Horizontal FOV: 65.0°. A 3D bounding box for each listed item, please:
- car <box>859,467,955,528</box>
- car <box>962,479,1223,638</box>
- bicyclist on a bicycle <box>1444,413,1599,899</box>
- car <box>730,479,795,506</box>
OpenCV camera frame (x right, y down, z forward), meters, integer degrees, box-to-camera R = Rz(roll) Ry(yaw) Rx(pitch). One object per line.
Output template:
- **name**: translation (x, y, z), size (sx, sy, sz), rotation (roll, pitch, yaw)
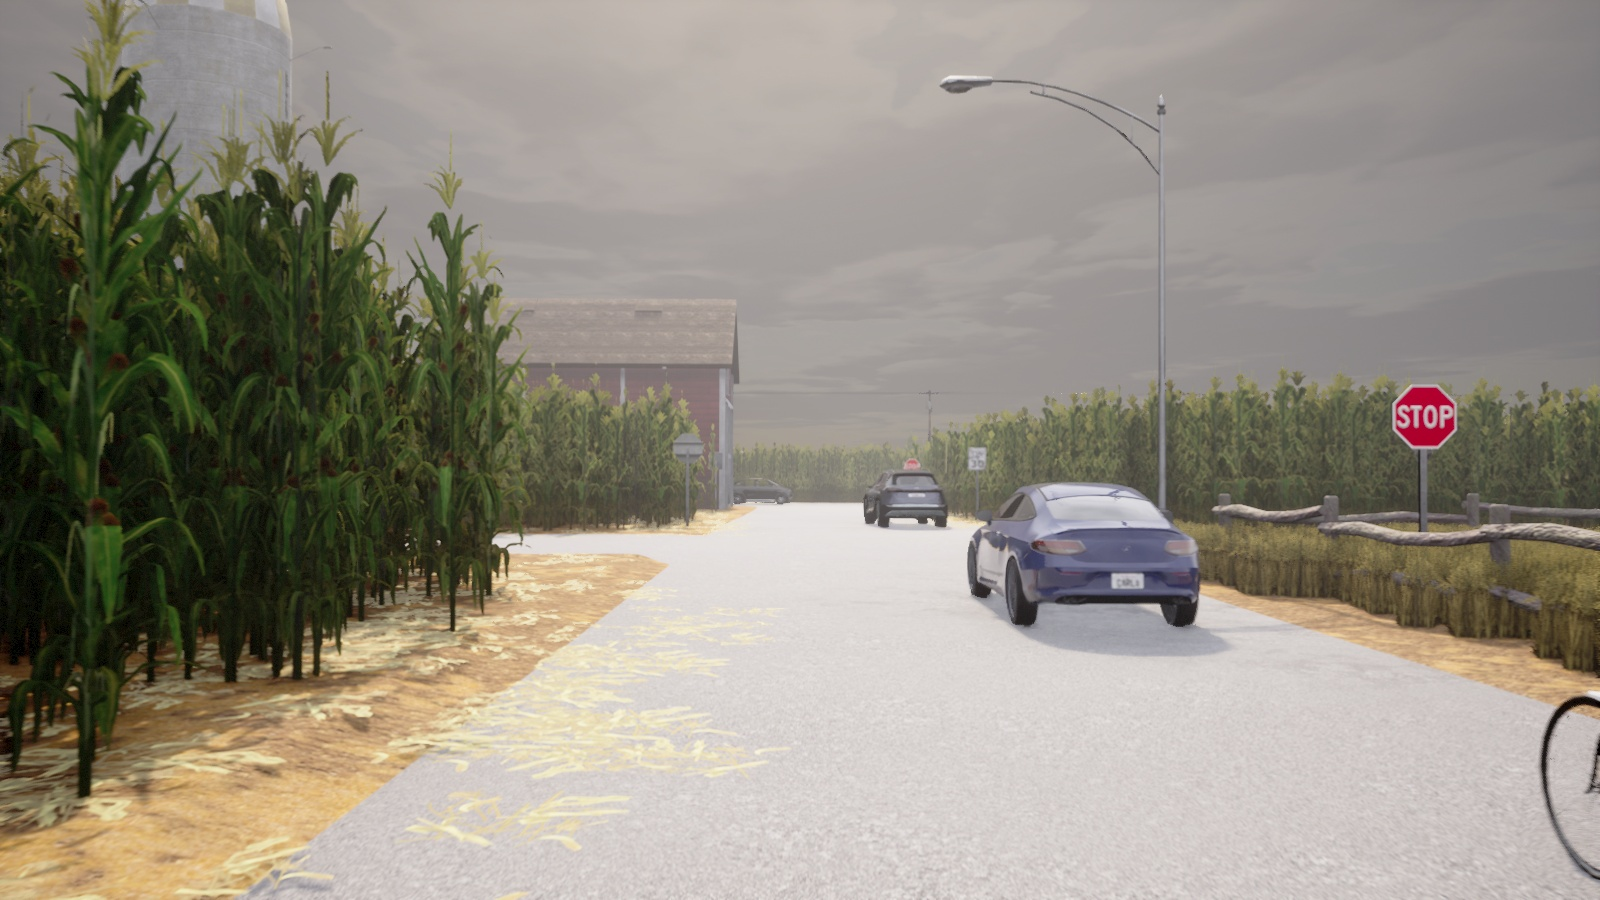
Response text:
- **car**: translation (3.004, 1.346, 36.320), size (2.033, 1.649, 4.856), rotation (0, -2, -4)
- **car**: translation (3.056, 1.070, 14.156), size (1.812, 1.442, 4.674), rotation (0, -1, 0)
- **bicyclist on a bicycle**: translation (3.088, 0.761, 4.436), size (0.659, 1.776, 1.843), rotation (0, -1, 0)
- **car**: translation (-2.164, 2.464, 73.372), size (3.705, 1.549, 1.789), rotation (-1, -1, 2)
